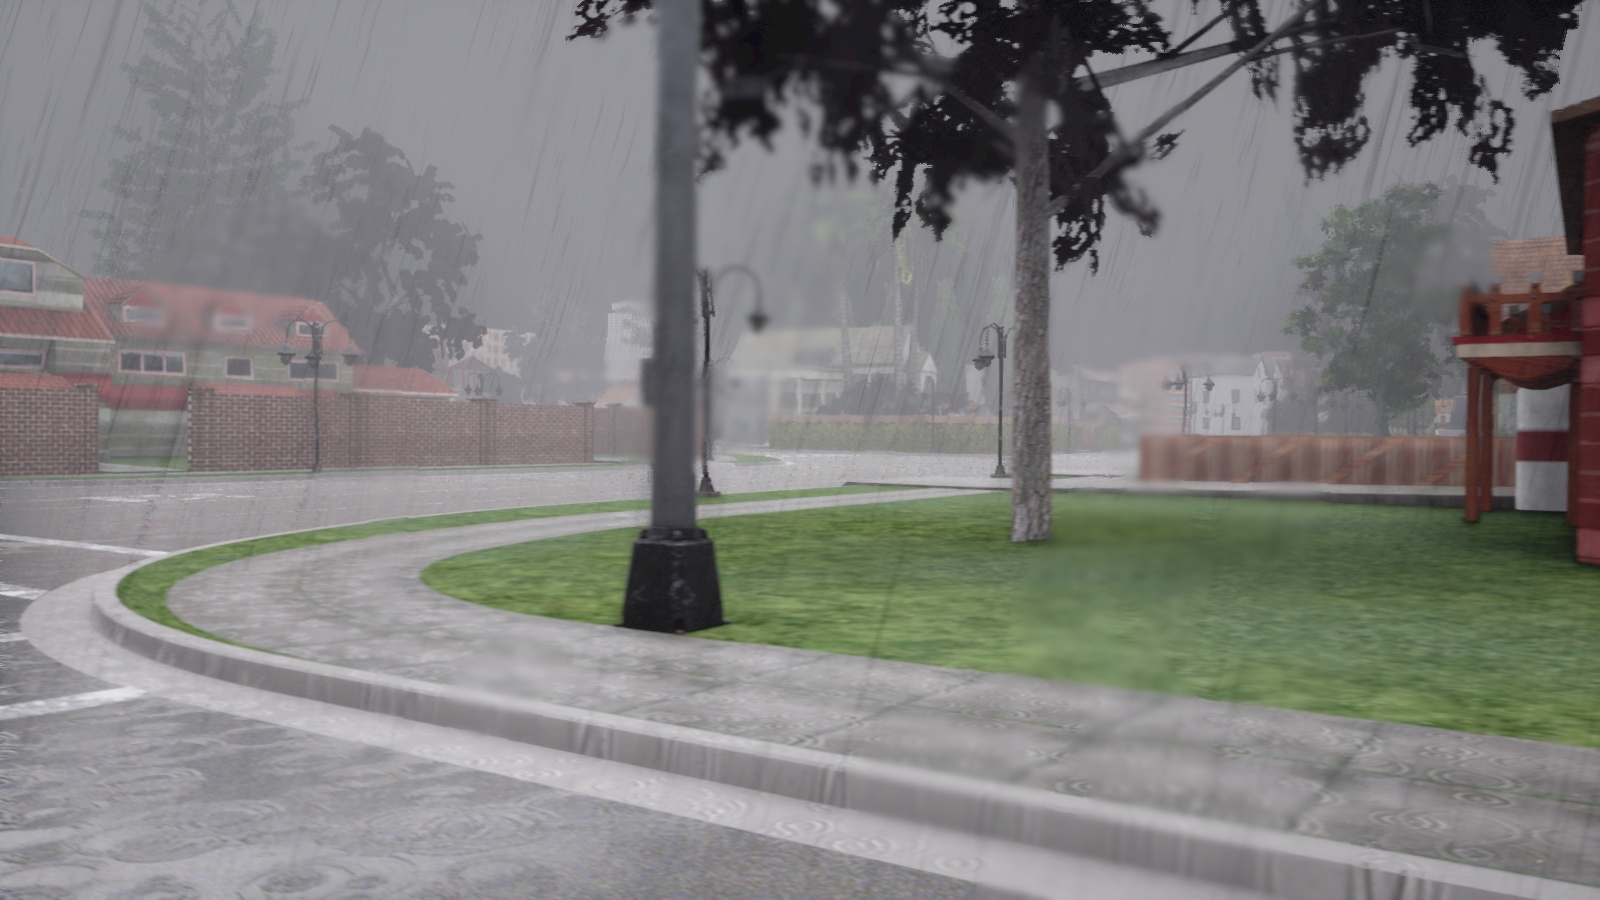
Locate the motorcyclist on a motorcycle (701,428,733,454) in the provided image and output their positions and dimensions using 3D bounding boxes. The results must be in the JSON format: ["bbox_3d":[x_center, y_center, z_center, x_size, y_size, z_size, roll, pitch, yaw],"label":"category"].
[{"bbox_3d":[-5.159,-0.551,77.720,1.817,1.590,0.866,0,1,33],"label":"motorcyclist on a motorcycle"}]
